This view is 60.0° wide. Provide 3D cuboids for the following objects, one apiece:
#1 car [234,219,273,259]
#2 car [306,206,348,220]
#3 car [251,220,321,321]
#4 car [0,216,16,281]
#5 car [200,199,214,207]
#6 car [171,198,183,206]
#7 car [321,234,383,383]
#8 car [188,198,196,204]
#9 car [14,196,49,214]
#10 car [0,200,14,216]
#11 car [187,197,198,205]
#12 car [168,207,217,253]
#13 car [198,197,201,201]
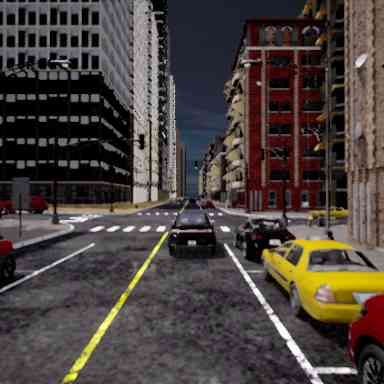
[{"bbox_3d":[2.697,1.690,12.887,1.947,1.339,4.313,0,-1,0],"label":"car"},{"bbox_3d":[14.659,2.171,35.218,4.829,1.417,1.752,1,-2,0],"label":"car"},{"bbox_3d":[2.695,1.596,7.375,1.752,1.417,4.829,0,-1,0],"label":"car"},{"bbox_3d":[-5.685,1.509,7.208,1.967,1.590,4.097,0,-1,0],"label":"car"},{"bbox_3d":[2.767,2.116,54.909,1.802,1.307,4.206,0,-1,0],"label":"car"},{"bbox_3d":[-2.967,2.253,73.990,2.128,1.511,4.902,0,-1,0],"label":"car"},{"bbox_3d":[2.692,1.331,1.525,2.192,1.841,5.009,0,-1,0],"label":"car"},{"bbox_3d":[0.041,2.225,87.511,2.128,1.511,4.902,0,-1,0],"label":"car"},{"bbox_3d":[-17.677,1.361,34.963,5.009,1.841,2.192,1,-2,0],"label":"car"},{"bbox_3d":[-17.547,1.262,26.586,5.009,1.841,2.192,1,-2,0],"label":"car"},{"bbox_3d":[0.036,2.220,75.844,1.837,1.490,4.892,0,-1,0],"label":"car"},{"bbox_3d":[0.009,1.630,14.298,2.128,1.511,4.902,0,0,0],"label":"car"},{"bbox_3d":[2.722,2.216,67.825,2.008,1.369,4.403,0,-1,0],"label":"car"}]
